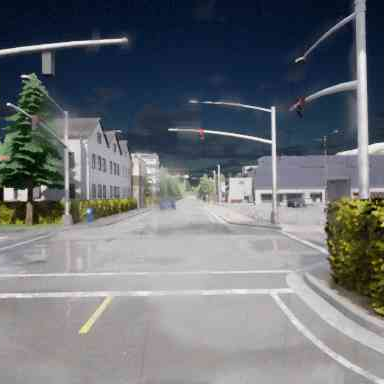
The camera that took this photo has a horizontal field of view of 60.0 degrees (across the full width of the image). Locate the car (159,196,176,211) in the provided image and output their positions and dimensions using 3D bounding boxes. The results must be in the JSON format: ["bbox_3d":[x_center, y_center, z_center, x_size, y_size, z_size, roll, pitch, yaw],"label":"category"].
[{"bbox_3d":[-3.593,1.655,49.312,2.150,2.045,5.566,-1,0,0],"label":"car"}]

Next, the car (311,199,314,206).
[{"bbox_3d":[19.059,1.573,56.231,1.970,1.475,3.806,-1,-1,0],"label":"car"}]

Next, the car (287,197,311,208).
[{"bbox_3d":[15.416,1.629,49.172,2.007,1.523,4.514,-1,-1,0],"label":"car"}]

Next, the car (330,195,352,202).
[{"bbox_3d":[25.474,1.398,56.572,2.152,1.636,5.027,-1,-1,0],"label":"car"}]

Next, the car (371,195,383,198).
[{"bbox_3d":[19.112,1.183,31.306,1.905,1.878,3.866,-1,-1,0],"label":"car"}]
